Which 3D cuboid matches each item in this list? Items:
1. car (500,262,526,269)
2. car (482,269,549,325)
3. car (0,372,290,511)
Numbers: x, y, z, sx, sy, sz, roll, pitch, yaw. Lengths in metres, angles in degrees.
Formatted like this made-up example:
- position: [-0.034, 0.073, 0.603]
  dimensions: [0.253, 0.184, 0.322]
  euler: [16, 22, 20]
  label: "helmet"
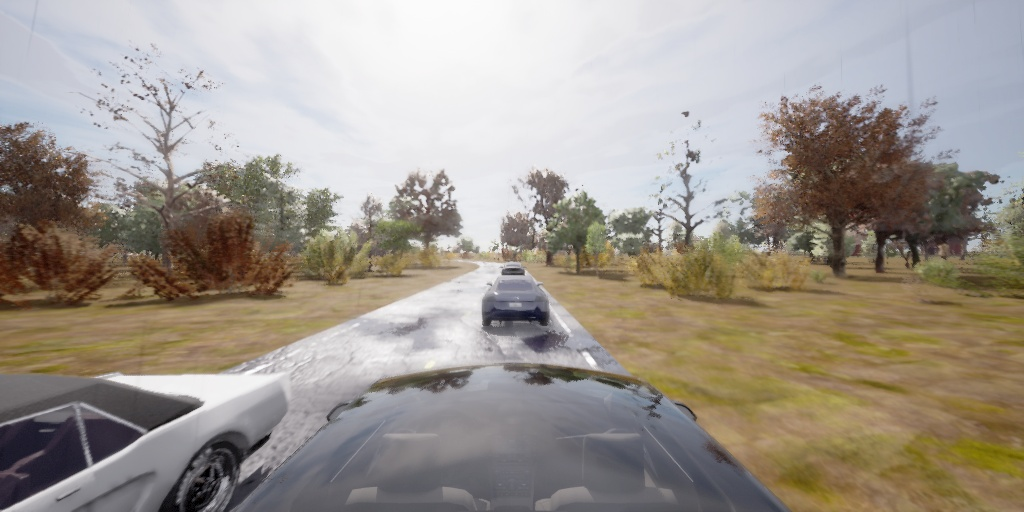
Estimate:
- position: [0.090, 1.249, 29.368]
  dimensions: [1.837, 1.490, 4.892]
  euler: [0, 0, 0]
  label: "car"
- position: [0.096, 1.315, 11.853]
  dimensions: [1.994, 1.385, 4.181]
  euler: [0, 0, 0]
  label: "car"
- position: [-3.101, 1.351, 1.263]
  dimensions: [1.895, 1.301, 4.718]
  euler: [0, 0, 0]
  label: "car"
